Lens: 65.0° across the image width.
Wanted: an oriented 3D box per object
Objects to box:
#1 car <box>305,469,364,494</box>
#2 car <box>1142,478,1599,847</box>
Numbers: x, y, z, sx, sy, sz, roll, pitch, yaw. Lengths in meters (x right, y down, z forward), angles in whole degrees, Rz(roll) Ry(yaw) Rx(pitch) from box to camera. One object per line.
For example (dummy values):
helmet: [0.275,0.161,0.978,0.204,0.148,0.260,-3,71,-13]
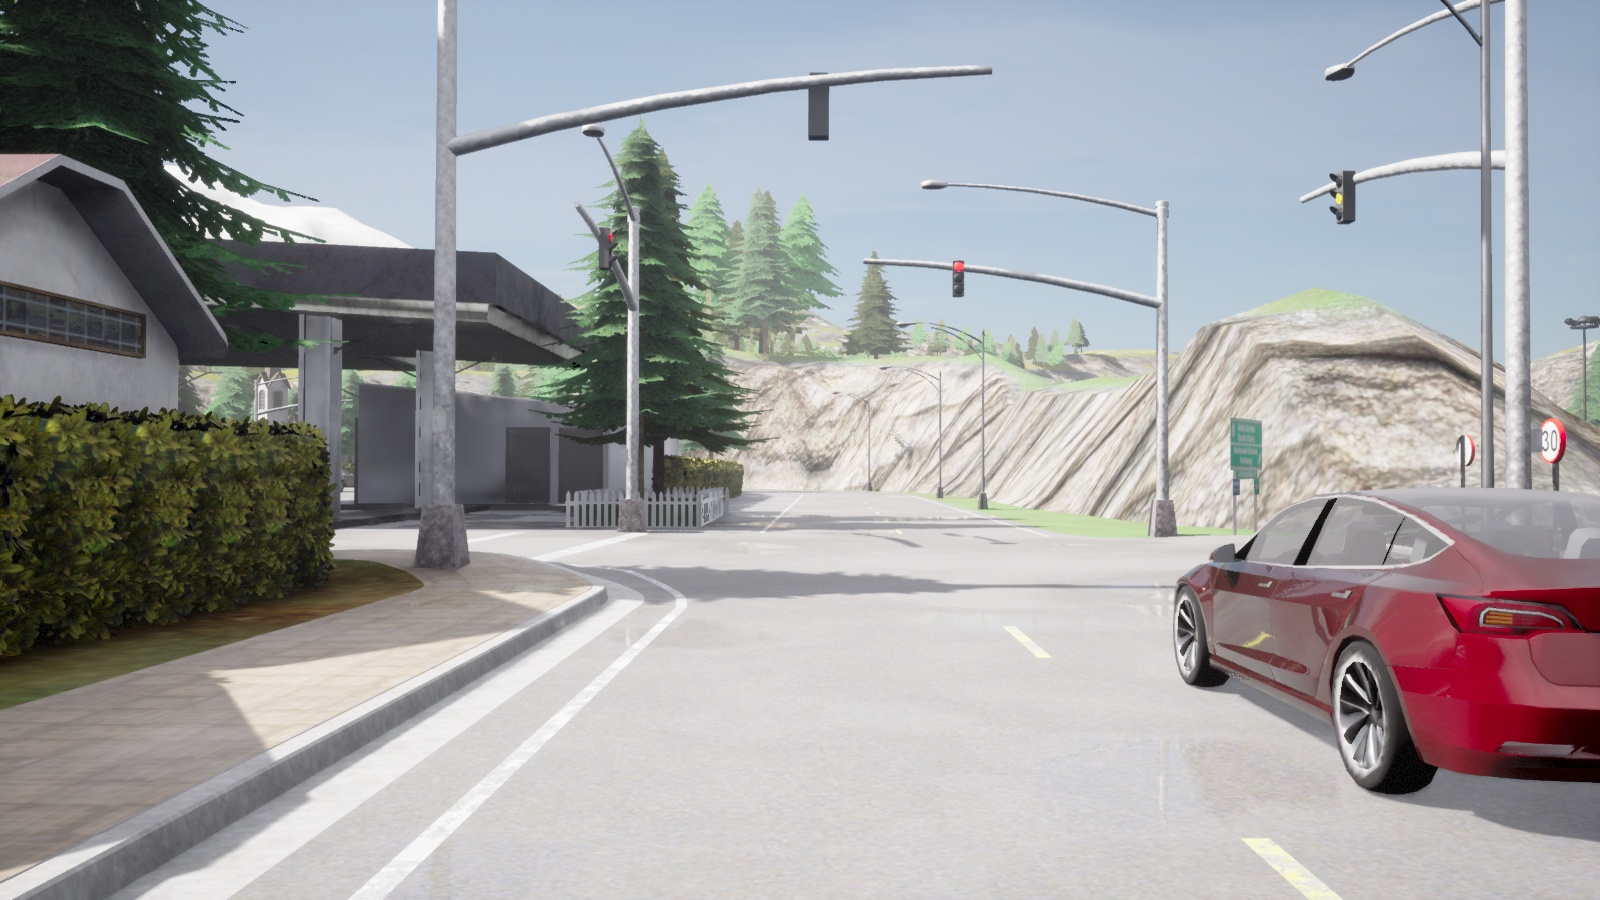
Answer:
car: [-32.106,2.176,86.837,2.152,1.651,5.027,0,-1,1]
car: [3.752,0.926,7.557,2.163,1.488,4.792,0,-1,1]
